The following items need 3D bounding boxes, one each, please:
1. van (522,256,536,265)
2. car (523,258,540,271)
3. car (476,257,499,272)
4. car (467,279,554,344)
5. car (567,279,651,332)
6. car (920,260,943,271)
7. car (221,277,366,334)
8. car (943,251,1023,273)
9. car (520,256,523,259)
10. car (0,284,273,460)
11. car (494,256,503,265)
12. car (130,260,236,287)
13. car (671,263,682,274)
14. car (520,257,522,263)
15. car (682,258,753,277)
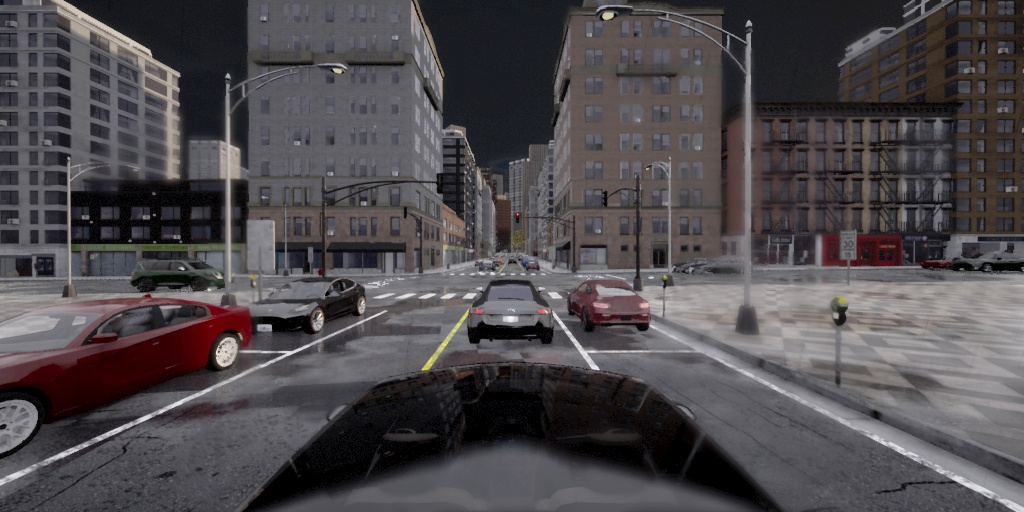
[{"bbox_3d":[2.794,0.999,53.397,1.690,1.789,3.998,0,0,0],"label":"van"},{"bbox_3d":[2.778,1.257,47.845,1.802,1.307,4.207,0,0,0],"label":"car"},{"bbox_3d":[-3.087,1.208,45.634,1.812,1.442,4.674,0,0,2],"label":"car"},{"bbox_3d":[-0.038,1.312,9.635,1.994,1.385,4.181,0,0,0],"label":"car"},{"bbox_3d":[2.715,1.330,10.634,1.802,1.307,4.207,0,0,0],"label":"car"},{"bbox_3d":[41.053,0.726,33.222,4.718,1.301,1.895,-1,0,0],"label":"car"},{"bbox_3d":[-5.810,1.314,10.587,1.948,1.339,4.313,0,0,0],"label":"car"},{"bbox_3d":[39.843,0.509,29.974,4.553,1.767,2.097,-1,0,0],"label":"car"},{"bbox_3d":[2.826,1.202,64.505,1.802,1.307,4.207,0,0,0],"label":"car"},{"bbox_3d":[-5.778,1.294,4.943,1.888,1.381,4.507,0,0,0],"label":"car"},{"bbox_3d":[-3.038,1.189,58.895,2.033,1.411,5.357,0,0,0],"label":"car"},{"bbox_3d":[-21.143,1.256,23.168,5.566,2.045,2.150,-1,0,0],"label":"car"},{"bbox_3d":[17.346,0.941,33.201,4.902,1.511,2.128,-1,0,0],"label":"car"},{"bbox_3d":[2.810,1.186,58.948,1.888,1.381,4.507,0,0,0],"label":"car"},{"bbox_3d":[17.359,0.958,29.951,4.902,1.511,2.128,-1,0,0],"label":"car"}]
